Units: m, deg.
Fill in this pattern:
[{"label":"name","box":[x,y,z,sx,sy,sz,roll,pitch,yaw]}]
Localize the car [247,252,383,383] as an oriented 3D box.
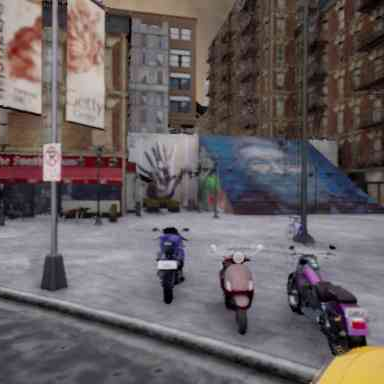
[{"label":"car","box":[3.029,1.468,1.150,5.366,1.575,1.801,1,1,38]}]
